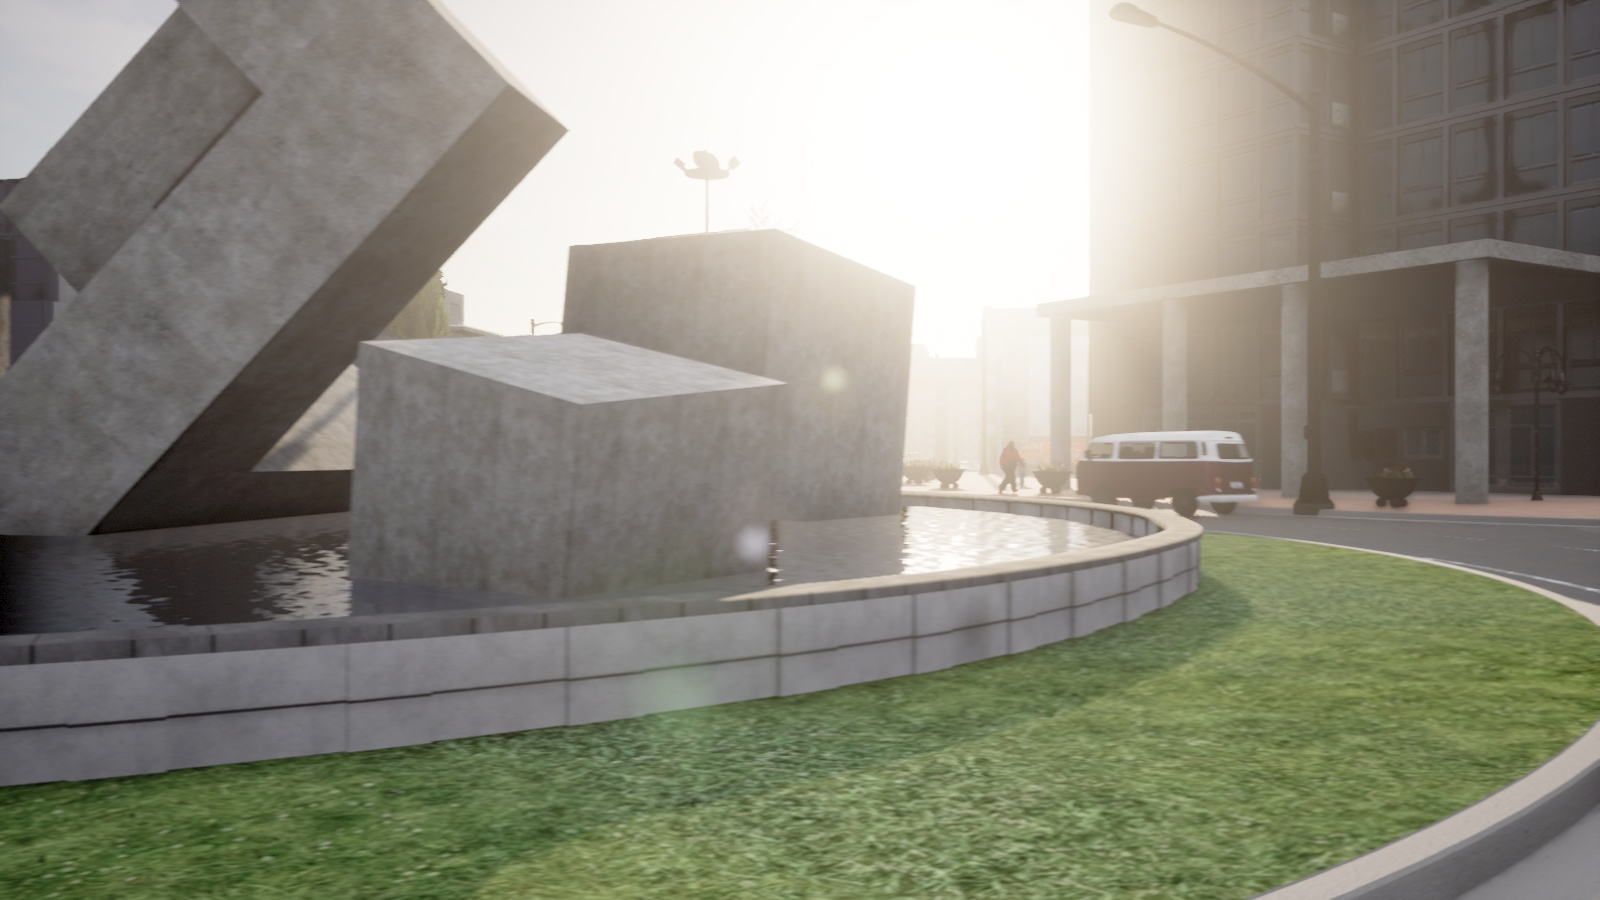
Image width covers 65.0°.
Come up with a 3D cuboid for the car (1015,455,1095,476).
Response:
[{"bbox_3d":[17.729,1.082,87.596,5.357,1.411,2.033,1,0,8],"label":"car"}]

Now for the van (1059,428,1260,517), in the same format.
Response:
[{"bbox_3d":[8.834,0.526,31.194,2.069,2.038,4.480,0,0,-36],"label":"van"}]

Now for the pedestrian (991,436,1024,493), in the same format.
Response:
[{"bbox_3d":[6.792,0.483,41.139,0.634,1.844,0.899,0,0,-33],"label":"pedestrian"}]
